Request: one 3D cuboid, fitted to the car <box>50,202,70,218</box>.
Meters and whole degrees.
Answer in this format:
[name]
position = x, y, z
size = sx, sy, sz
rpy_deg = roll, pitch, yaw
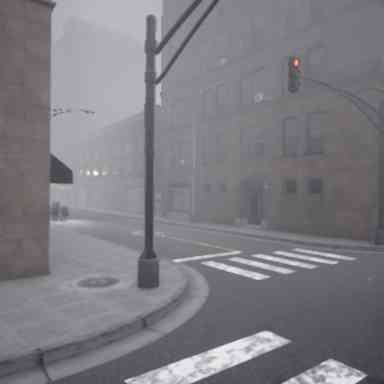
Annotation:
[car]
position = -12.455, 1.595, 29.878
size = 1.895, 1.301, 4.718
rpy_deg = 1, 0, -36
